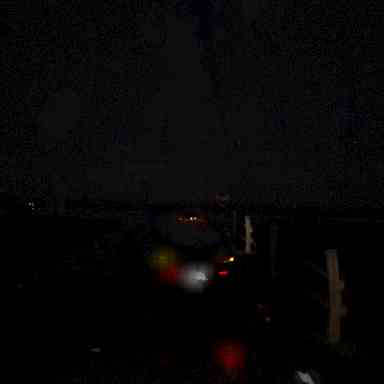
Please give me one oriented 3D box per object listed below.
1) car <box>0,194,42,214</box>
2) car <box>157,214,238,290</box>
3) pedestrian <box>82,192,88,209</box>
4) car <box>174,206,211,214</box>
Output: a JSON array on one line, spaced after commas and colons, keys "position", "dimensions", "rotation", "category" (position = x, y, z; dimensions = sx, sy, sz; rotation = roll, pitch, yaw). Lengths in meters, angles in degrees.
[{"position": [-16.578, 1.025, 31.187], "dimensions": [4.553, 1.767, 2.097], "rotation": [2, 2, 0], "category": "car"}, {"position": [0.116, 1.554, 9.027], "dimensions": [1.812, 1.442, 4.674], "rotation": [0, 0, 0], "category": "car"}, {"position": [-11.986, 0.924, 37.118], "dimensions": [0.375, 1.860, 0.375], "rotation": [0, 1, 0], "category": "pedestrian"}, {"position": [0.048, 1.569, 19.151], "dimensions": [1.837, 1.490, 4.892], "rotation": [0, 0, -1], "category": "car"}]
